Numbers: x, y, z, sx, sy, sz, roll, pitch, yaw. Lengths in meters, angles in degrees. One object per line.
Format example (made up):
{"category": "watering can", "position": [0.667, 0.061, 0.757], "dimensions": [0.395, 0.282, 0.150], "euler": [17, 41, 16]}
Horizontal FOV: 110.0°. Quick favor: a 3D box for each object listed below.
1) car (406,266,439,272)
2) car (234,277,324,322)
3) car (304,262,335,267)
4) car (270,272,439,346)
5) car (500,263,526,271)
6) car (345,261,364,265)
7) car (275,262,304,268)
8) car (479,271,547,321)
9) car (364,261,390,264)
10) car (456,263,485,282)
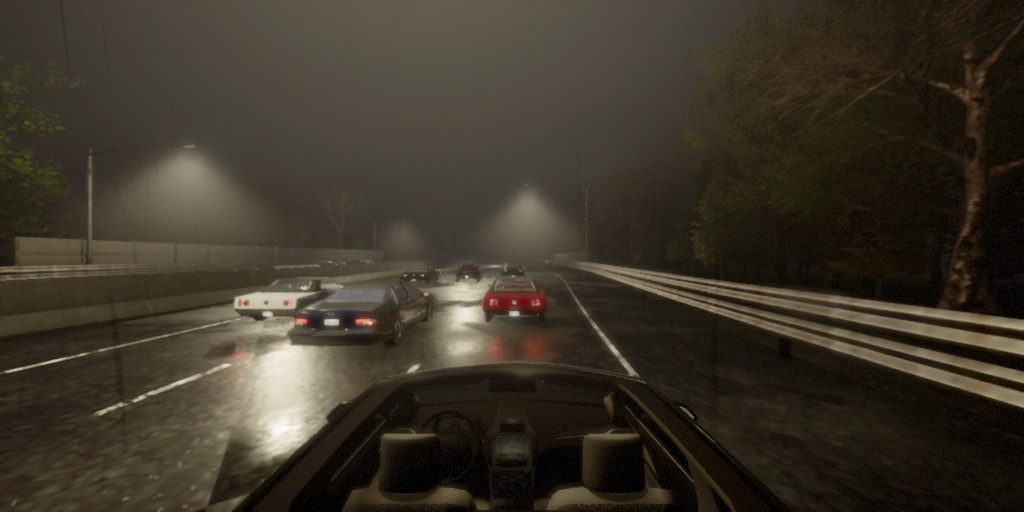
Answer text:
{"category": "car", "position": [-6.910, 1.419, 27.588], "dimensions": [1.895, 1.301, 4.718], "euler": [0, 0, 0]}
{"category": "car", "position": [-6.915, 1.377, 12.401], "dimensions": [1.895, 1.301, 4.718], "euler": [0, 0, 0]}
{"category": "car", "position": [-24.562, 1.482, 46.807], "dimensions": [1.895, 1.301, 4.718], "euler": [0, 0, 0]}
{"category": "car", "position": [-3.429, 1.316, 9.365], "dimensions": [2.033, 1.411, 5.357], "euler": [0, 0, 0]}
{"category": "car", "position": [0.094, 1.315, 29.182], "dimensions": [2.128, 1.511, 4.902], "euler": [0, 0, 0]}
{"category": "car", "position": [-21.057, 1.380, 48.283], "dimensions": [2.128, 1.511, 4.902], "euler": [0, 0, 0]}
{"category": "car", "position": [-28.035, 1.478, 45.745], "dimensions": [1.895, 1.301, 4.718], "euler": [0, 0, 0]}
{"category": "car", "position": [0.086, 1.378, 12.534], "dimensions": [1.895, 1.301, 4.718], "euler": [0, 0, 0]}
{"category": "car", "position": [-17.560, 1.393, 48.047], "dimensions": [1.837, 1.490, 4.892], "euler": [0, -1, 0]}
{"category": "car", "position": [-3.404, 1.329, 29.463], "dimensions": [1.837, 1.490, 4.892], "euler": [0, 0, 0]}
